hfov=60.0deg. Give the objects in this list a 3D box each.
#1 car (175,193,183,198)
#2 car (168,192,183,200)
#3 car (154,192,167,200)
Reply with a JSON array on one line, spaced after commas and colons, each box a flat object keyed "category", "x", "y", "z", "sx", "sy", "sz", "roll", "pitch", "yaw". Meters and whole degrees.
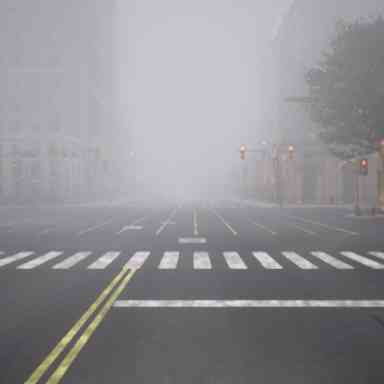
[{"category": "car", "x": -3.257, "y": 0.851, "z": 86.505, "sx": 1.895, "sy": 1.301, "sz": 4.718, "roll": 0, "pitch": 0, "yaw": 1}, {"category": "car", "x": -3.427, "y": 0.930, "z": 70.086, "sx": 1.882, "sy": 1.535, "sz": 5.008, "roll": 0, "pitch": 0, "yaw": 1}, {"category": "car", "x": -6.927, "y": 0.952, "z": 70.108, "sx": 1.837, "sy": 1.490, "sz": 4.892, "roll": 0, "pitch": 0, "yaw": 1}]
